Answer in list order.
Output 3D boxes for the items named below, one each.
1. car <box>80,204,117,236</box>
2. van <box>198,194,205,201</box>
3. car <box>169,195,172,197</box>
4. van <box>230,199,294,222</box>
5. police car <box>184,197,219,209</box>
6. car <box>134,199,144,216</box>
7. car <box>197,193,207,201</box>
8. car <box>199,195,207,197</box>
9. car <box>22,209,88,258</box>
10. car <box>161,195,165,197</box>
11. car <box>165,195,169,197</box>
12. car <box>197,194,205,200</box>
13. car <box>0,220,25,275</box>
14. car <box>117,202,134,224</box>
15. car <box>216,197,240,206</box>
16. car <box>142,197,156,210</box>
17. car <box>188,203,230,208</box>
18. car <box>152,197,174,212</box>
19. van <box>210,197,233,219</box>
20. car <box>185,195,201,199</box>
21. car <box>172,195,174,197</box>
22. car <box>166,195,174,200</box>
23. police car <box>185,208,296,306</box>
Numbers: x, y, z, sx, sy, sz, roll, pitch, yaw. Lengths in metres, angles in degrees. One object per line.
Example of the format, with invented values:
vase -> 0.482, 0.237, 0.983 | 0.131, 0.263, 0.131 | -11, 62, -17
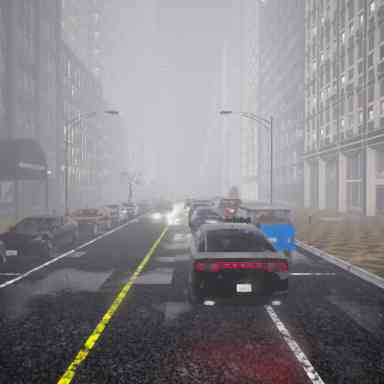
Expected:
car -> -5.754, 1.540, 18.433 | 1.887, 1.381, 4.507 | -1, 0, 0
van -> 2.416, 1.317, 86.663 | 1.690, 1.788, 3.998 | -1, 0, 0
car -> -5.911, 1.422, 69.586 | 1.967, 1.590, 4.097 | -1, 0, 0
van -> 2.642, 1.338, 12.775 | 1.690, 1.788, 3.998 | -1, 0, 0
police car -> 0.693, 1.419, 24.250 | 1.930, 1.638, 5.238 | 0, 0, 1
car -> -5.788, 1.575, 29.801 | 1.802, 1.307, 4.206 | -1, 0, 0
car -> 2.433, 1.293, 80.979 | 2.192, 1.841, 5.009 | -1, 0, 0
car -> 2.523, 1.538, 52.560 | 2.008, 1.369, 4.403 | -1, 0, 0
car -> -5.736, 1.563, 12.750 | 1.947, 1.339, 4.313 | -1, 0, 0
car -> -5.858, 1.538, 52.535 | 2.008, 1.369, 4.403 | -1, 0, 0
car -> -5.893, 1.566, 63.902 | 1.802, 1.307, 4.206 | -1, 0, 0
car -> 2.400, 1.414, 92.346 | 1.967, 1.590, 4.097 | -1, 0, 0
car -> -5.719, 1.549, 7.066 | 2.008, 1.369, 4.403 | -1, 0, 0
car -> -5.772, 1.545, 24.117 | 2.008, 1.369, 4.403 | -1, 0, 0
car -> 2.607, 1.309, 24.143 | 2.192, 1.841, 5.009 | -1, 0, 0
car -> -5.823, 1.541, 41.168 | 2.008, 1.369, 4.403 | -1, 0, 0
car -> 0.845, 1.522, 18.117 | 1.812, 1.442, 4.674 | 0, 0, 0
car -> -3.113, 1.592, 37.890 | 1.895, 1.301, 4.718 | 0, 0, 0
van -> 2.590, 1.334, 29.826 | 1.690, 1.788, 3.998 | -1, 0, 0
car -> -0.126, 1.537, 45.240 | 2.033, 1.411, 5.357 | 0, 0, 0
car -> -5.944, 1.504, 80.784 | 1.752, 1.417, 4.829 | -1, 0, 0
car -> -5.980, 1.540, 92.321 | 1.947, 1.339, 4.313 | -1, 0, 0
police car -> 0.875, 1.423, 8.226 | 1.930, 1.638, 5.238 | 0, 0, 0
